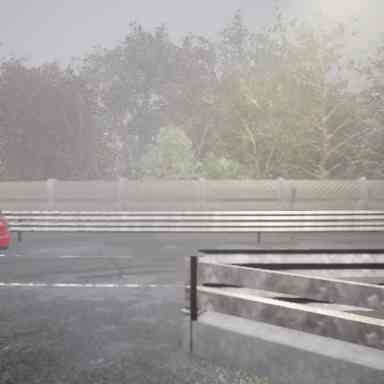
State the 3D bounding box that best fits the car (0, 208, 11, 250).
[{"bbox_3d":[-8.597,1.230,10.294,5.566,2.045,2.150,0,0,5],"label":"car"}]
